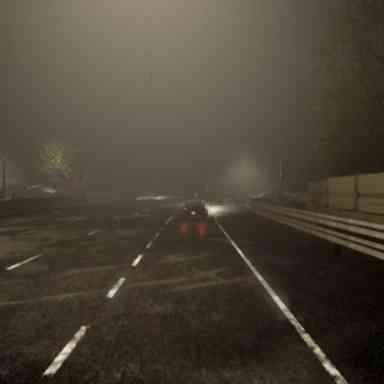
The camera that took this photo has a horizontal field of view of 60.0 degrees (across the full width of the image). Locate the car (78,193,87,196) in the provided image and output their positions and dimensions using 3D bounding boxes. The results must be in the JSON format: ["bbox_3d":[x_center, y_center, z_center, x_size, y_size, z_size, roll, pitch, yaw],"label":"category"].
[{"bbox_3d":[-28.018,1.112,85.307,1.812,1.442,4.674,0,0,0],"label":"car"}]

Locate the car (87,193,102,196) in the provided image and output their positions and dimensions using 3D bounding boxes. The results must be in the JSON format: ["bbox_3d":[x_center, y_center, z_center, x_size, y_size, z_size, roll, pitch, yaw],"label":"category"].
[{"bbox_3d":[-24.518,0.943,85.337,2.097,1.767,4.553,0,0,0],"label":"car"}]

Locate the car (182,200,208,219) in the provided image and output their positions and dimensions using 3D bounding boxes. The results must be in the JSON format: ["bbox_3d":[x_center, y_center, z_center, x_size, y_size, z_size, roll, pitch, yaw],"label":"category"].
[{"bbox_3d":[0.264,1.389,27.269,1.812,1.442,4.674,0,0,4],"label":"car"}]

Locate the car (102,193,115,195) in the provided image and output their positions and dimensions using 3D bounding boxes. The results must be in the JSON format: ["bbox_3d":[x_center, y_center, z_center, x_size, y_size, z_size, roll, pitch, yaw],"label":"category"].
[{"bbox_3d":[-21.018,1.113,85.308,1.812,1.442,4.674,0,0,0],"label":"car"}]

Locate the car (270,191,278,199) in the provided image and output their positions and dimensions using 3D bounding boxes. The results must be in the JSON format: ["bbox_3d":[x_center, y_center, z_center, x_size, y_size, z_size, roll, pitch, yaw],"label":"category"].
[{"bbox_3d":[22.819,1.360,91.870,1.837,1.490,4.892,0,3,20],"label":"car"}]
